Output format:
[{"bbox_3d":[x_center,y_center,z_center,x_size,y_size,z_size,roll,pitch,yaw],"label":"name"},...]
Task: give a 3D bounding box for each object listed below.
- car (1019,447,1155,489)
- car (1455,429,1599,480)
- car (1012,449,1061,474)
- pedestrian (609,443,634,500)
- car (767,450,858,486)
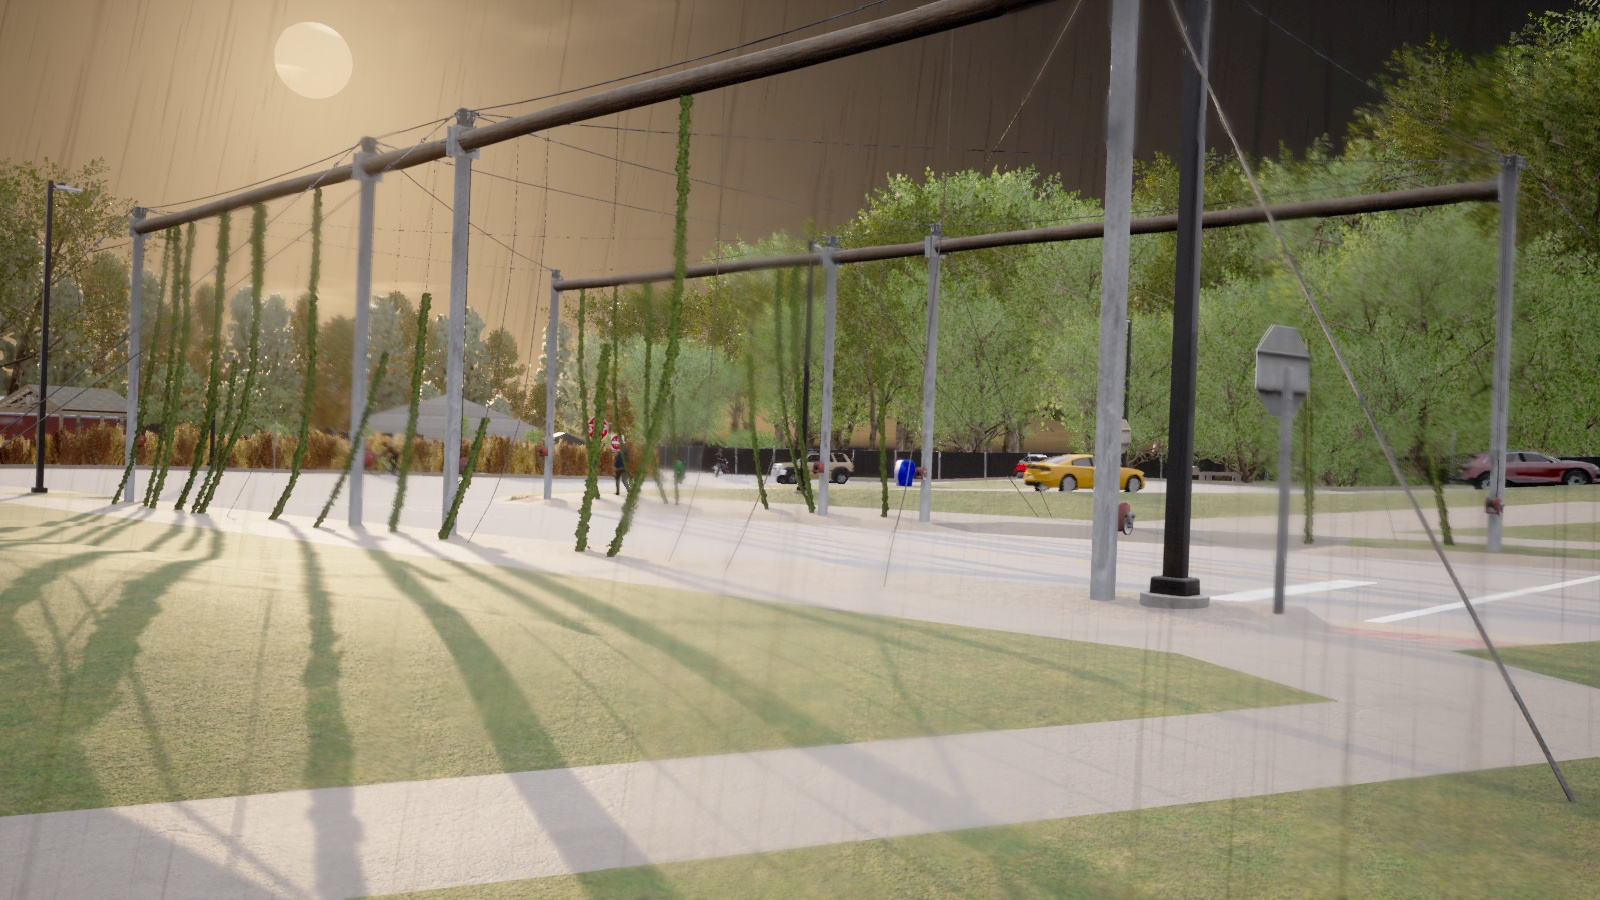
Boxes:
[{"bbox_3d":[11.194,0.674,48.959,5.008,1.535,1.882,0,1,-24],"label":"car"},{"bbox_3d":[28.410,0.178,48.870,4.856,1.649,2.033,-4,-1,21],"label":"car"},{"bbox_3d":[13.284,0.645,70.657,2.207,1.376,1.481,-3,-2,43],"label":"car"},{"bbox_3d":[-5.853,0.697,41.175,0.726,1.842,0.402,1,0,42],"label":"pedestrian"},{"bbox_3d":[0.693,0.980,69.411,4.605,1.855,1.932,-1,-1,-19],"label":"car"}]
